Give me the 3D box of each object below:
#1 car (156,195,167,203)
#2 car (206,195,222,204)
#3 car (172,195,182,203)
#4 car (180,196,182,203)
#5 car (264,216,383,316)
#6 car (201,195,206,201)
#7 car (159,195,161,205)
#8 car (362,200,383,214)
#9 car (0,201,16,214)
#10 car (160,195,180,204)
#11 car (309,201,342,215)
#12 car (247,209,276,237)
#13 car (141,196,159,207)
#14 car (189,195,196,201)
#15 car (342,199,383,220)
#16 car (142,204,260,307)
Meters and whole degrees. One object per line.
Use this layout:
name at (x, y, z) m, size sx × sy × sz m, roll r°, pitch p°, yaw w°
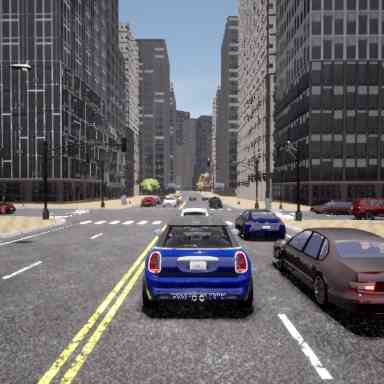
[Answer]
car at (-6.384, 1.417, 70.322) m, size 1.882 × 1.535 × 5.008 m, roll 0°, pitch 0°, yaw 0°
car at (3.387, 1.470, 49.004) m, size 1.837 × 1.490 × 4.892 m, roll 0°, pitch 0°, yaw 0°
car at (-3.135, 1.418, 69.683) m, size 1.882 × 1.535 × 5.008 m, roll 0°, pitch 0°, yaw 0°
car at (-3.228, 1.501, 59.467) m, size 2.033 × 1.411 × 5.357 m, roll 0°, pitch 0°, yaw 0°
car at (3.362, 1.544, 7.791) m, size 2.033 × 1.411 × 5.357 m, roll 0°, pitch 0°, yaw 0°
car at (3.392, 1.514, 84.619) m, size 1.895 × 1.301 × 4.718 m, roll 0°, pitch 0°, yaw 0°
car at (-6.477, 1.500, 59.952) m, size 2.033 × 1.411 × 5.357 m, roll 0°, pitch 0°, yaw 0°
car at (21.871, 1.643, 37.057) m, size 4.829 × 1.417 × 1.752 m, roll 1°, pitch 0°, yaw 1°
car at (-19.340, 1.408, 32.013) m, size 4.181 × 1.385 × 1.994 m, roll 1°, pitch 1°, yaw 1°
car at (-3.259, 1.490, 49.776) m, size 1.812 × 1.442 × 4.674 m, roll 0°, pitch 0°, yaw 0°
car at (15.117, 1.648, 34.573) m, size 5.357 × 1.411 × 2.033 m, roll 0°, pitch 1°, yaw 1°
car at (3.376, 1.555, 17.030) m, size 1.994 × 1.385 × 4.181 m, roll 0°, pitch 0°, yaw 0°
car at (-6.508, 1.442, 50.025) m, size 1.882 × 1.535 × 5.008 m, roll 0°, pitch 0°, yaw 0°
car at (0.133, 1.451, 79.797) m, size 2.128 × 1.511 × 4.902 m, roll 0°, pitch 0°, yaw 0°
car at (16.249, 1.519, 28.779) m, size 5.009 × 1.841 × 2.192 m, roll 1°, pitch 0°, yaw 1°
car at (0.113, 1.348, 8.131) m, size 2.097 × 1.767 × 4.553 m, roll 0°, pitch 0°, yaw 0°
